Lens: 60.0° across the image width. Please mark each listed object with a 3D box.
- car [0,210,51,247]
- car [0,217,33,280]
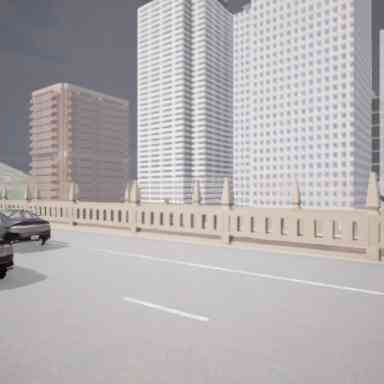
[{"bbox_3d":[-7.864,1.490,13.893,4.902,1.511,2.128,0,0,35],"label":"car"},{"bbox_3d":[-6.536,1.491,8.648,4.902,1.511,2.128,0,0,36],"label":"car"}]
